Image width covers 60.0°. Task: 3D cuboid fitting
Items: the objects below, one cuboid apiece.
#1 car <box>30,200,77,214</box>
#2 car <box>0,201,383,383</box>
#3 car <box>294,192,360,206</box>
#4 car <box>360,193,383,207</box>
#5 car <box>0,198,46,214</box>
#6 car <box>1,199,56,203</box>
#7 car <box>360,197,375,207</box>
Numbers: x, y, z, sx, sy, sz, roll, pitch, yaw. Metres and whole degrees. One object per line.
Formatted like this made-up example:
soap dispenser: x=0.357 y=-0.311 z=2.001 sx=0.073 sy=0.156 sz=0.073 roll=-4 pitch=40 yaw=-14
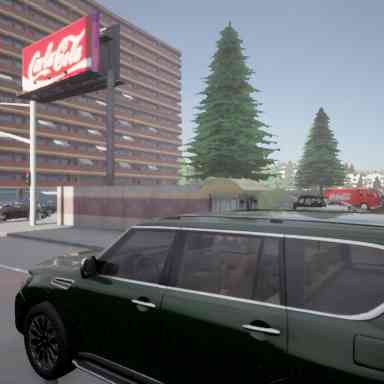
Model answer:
car: x=-14.847 y=1.563 z=35.824 sx=1.994 sy=1.385 sz=4.181 roll=0 pitch=0 yaw=35
car: x=0.248 y=1.222 z=3.815 sx=5.566 sy=2.045 sz=2.150 roll=0 pitch=0 yaw=35
car: x=8.787 y=1.149 z=22.271 sx=3.866 sy=1.878 sz=1.905 roll=0 pitch=0 yaw=35
car: x=26.190 y=1.285 z=48.086 sx=3.988 sy=1.617 sz=1.851 roll=0 pitch=0 yaw=35
car: x=-18.805 y=1.491 z=36.280 sx=2.128 sy=1.511 sz=4.902 roll=0 pitch=0 yaw=35
car: x=-13.399 y=1.491 z=25.377 sx=2.128 sy=1.511 sz=4.902 roll=0 pitch=0 yaw=35
car: x=10.724 y=1.338 z=24.330 sx=4.193 sy=1.474 sz=1.816 roll=0 pitch=0 yaw=35
